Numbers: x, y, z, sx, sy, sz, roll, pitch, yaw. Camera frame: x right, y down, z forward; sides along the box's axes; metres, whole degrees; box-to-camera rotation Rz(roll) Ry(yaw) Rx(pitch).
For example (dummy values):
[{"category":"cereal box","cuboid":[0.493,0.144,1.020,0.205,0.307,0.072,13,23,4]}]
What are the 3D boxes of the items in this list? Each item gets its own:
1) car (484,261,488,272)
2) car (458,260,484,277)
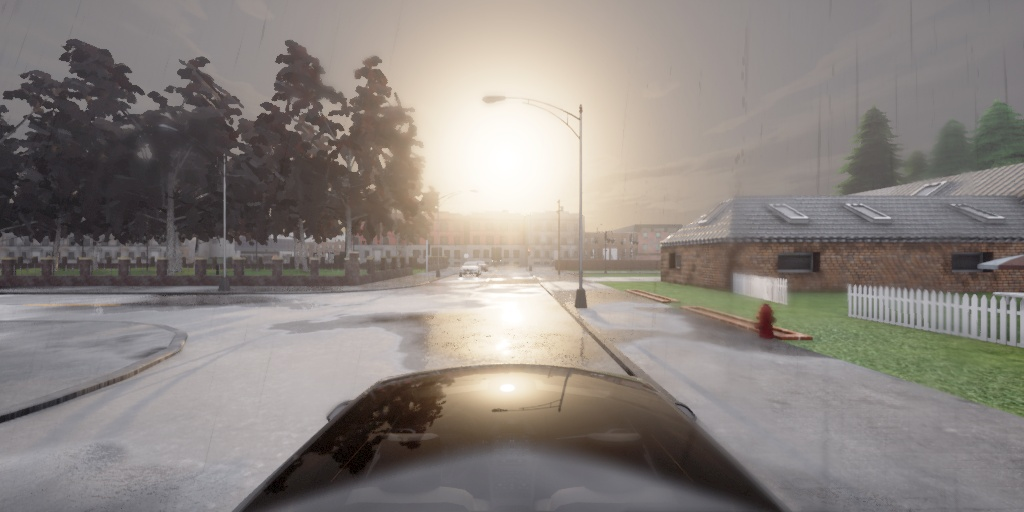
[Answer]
[{"category":"car","cuboid":[-4.060,1.273,45.468,1.812,1.442,4.674,0,0,0]},{"category":"car","cuboid":[-4.088,1.274,35.668,1.812,1.442,4.674,0,0,0]}]
